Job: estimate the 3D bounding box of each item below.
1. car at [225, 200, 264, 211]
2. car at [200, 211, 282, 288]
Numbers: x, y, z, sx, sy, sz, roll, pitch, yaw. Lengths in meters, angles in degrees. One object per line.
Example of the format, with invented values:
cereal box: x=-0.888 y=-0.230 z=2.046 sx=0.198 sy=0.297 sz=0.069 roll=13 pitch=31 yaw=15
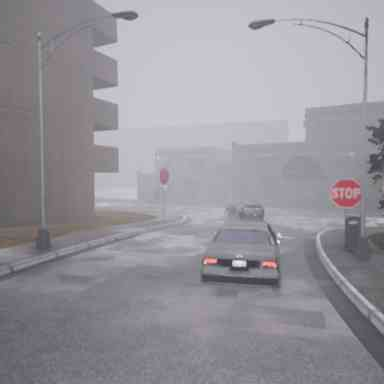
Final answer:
car: x=3.900 y=1.340 z=25.429 sx=2.128 sy=1.511 sz=4.902 roll=1 pitch=0 yaw=-11
car: x=1.485 y=1.497 z=9.248 sx=2.033 sy=1.411 sz=5.357 roll=0 pitch=0 yaw=12
